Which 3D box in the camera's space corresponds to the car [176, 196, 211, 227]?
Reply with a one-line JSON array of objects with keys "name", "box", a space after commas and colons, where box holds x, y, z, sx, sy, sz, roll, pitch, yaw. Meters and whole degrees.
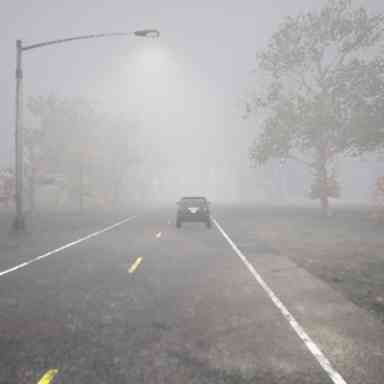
[{"name": "car", "box": [0.100, 1.255, 22.910, 2.150, 2.045, 5.566, 0, 0, 0]}]

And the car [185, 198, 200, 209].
[{"name": "car", "box": [0.101, 1.631, 47.420, 1.994, 1.385, 4.181, 0, 0, 0]}]
